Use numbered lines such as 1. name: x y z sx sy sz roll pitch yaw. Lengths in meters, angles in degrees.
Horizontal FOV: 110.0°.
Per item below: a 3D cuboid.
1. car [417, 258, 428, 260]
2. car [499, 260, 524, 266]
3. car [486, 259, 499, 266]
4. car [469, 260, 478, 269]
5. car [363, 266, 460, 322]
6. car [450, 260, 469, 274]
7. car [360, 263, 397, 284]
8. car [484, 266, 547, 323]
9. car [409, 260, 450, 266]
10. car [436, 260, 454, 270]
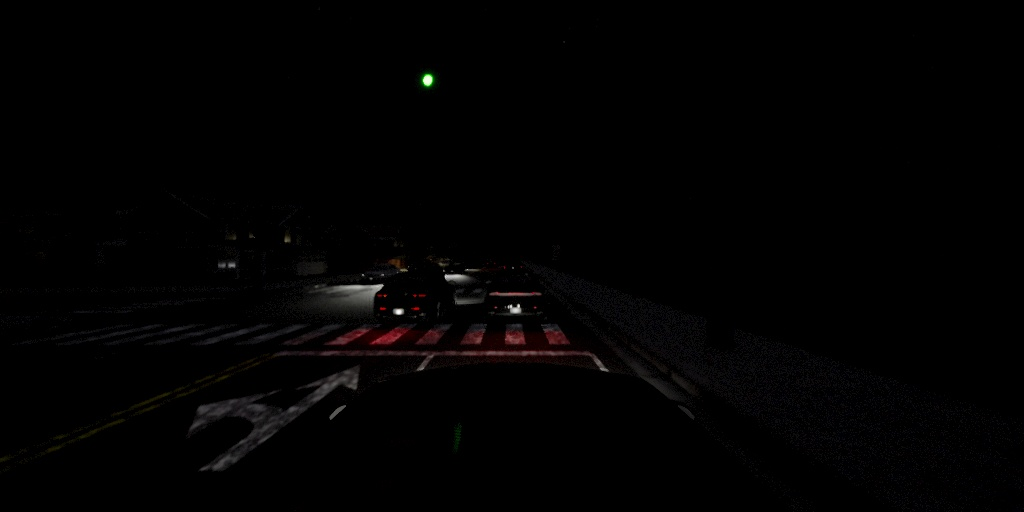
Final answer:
1. car: -9.849 1.136 38.931 2.097 1.767 4.553 0 0 0
2. car: 0.095 1.135 35.964 2.097 1.767 4.553 0 0 0
3. car: -3.263 1.322 58.504 1.812 1.442 4.674 0 0 0
4. car: -6.540 1.343 57.454 2.033 1.411 5.357 0 0 1
5. car: -3.154 1.271 12.393 1.837 1.490 4.892 0 0 0
6. car: -6.602 1.387 41.781 1.895 1.301 4.718 0 0 0
7. car: -9.841 1.304 27.354 1.812 1.442 4.674 0 0 0
8. car: 0.099 1.257 12.170 2.128 1.511 4.902 0 0 0
9. car: -6.602 1.270 28.307 2.128 1.511 4.902 0 0 0
10. car: -9.829 1.318 53.172 1.812 1.442 4.674 0 0 0
